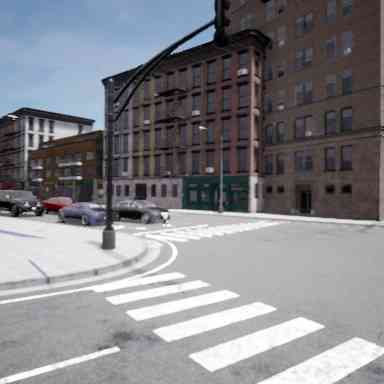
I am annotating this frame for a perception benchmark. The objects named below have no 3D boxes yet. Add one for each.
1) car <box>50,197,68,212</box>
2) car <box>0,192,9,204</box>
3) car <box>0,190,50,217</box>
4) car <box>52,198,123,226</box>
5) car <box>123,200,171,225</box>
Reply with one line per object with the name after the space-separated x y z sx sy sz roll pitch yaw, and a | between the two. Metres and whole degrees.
-11.095 1.188 28.784 5.008 1.535 1.882 1 0 39 | car
-28.329 0.822 47.710 4.553 1.767 2.097 1 0 41 | car
-14.231 0.872 27.125 5.566 2.045 2.150 1 0 39 | car
-6.716 1.338 21.242 4.181 1.385 1.994 1 0 37 | car
-3.637 1.325 22.972 4.902 1.511 2.128 1 0 38 | car
